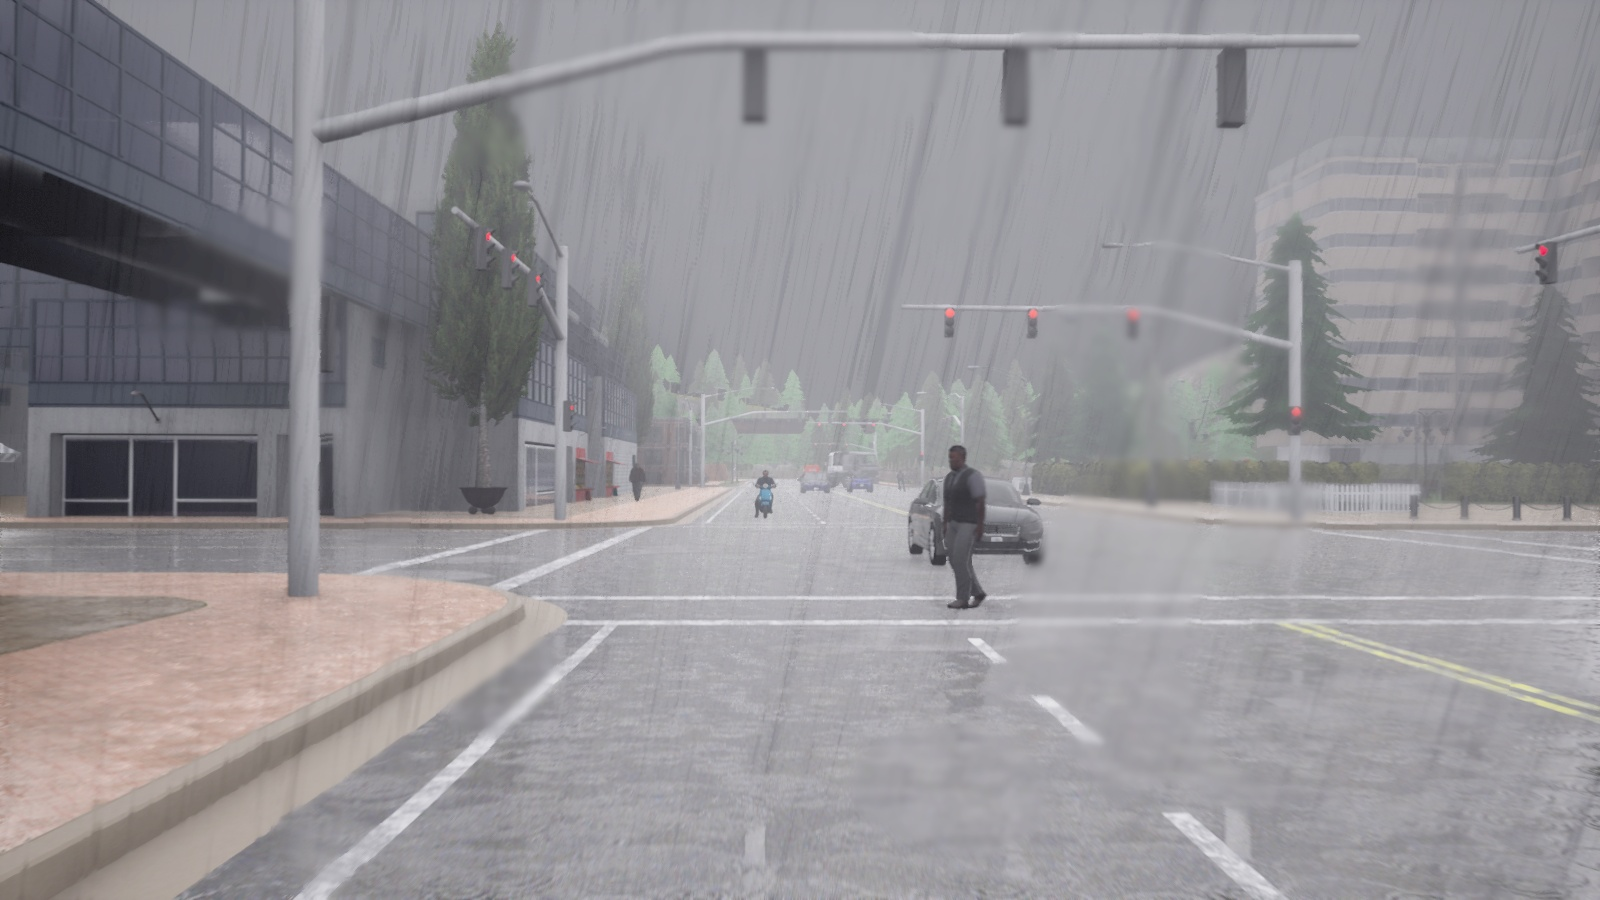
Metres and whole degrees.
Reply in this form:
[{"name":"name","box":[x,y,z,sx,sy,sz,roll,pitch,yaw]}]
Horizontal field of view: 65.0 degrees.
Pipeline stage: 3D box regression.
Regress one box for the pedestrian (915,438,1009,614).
[{"name":"pedestrian","box":[1.796,0.819,13.931,0.849,1.883,0.563,0,-1,-29]}]

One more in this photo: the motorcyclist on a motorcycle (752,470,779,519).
[{"name":"motorcyclist on a motorcycle","box":[-1.148,1.476,42.013,0.866,1.590,1.817,0,-1,-2]}]

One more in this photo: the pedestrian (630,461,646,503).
[{"name":"pedestrian","box":[-7.214,1.438,55.905,0.634,1.844,0.899,0,-1,-4]}]

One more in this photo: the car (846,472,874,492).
[{"name":"car","box":[4.439,2.375,93.467,1.816,1.474,4.193,0,-1,-2]}]

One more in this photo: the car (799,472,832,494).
[{"name":"car","box":[1.072,2.292,88.541,2.163,1.488,4.792,0,-1,-2]}]

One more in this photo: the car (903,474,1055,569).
[{"name":"car","box":[3.050,1.183,22.442,1.837,1.490,4.892,0,-1,-2]}]
